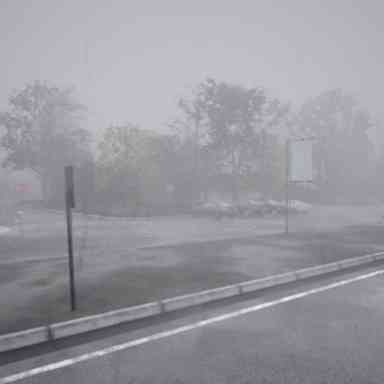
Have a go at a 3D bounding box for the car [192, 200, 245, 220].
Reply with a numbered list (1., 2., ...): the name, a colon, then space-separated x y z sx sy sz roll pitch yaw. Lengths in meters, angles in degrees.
1. car: 1.879 1.477 27.878 2.002 1.452 4.674 0 0 -35

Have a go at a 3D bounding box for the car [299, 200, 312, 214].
1. car: 9.778 1.472 33.505 2.002 1.452 4.674 0 0 -35

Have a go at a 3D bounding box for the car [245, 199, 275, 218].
1. car: 4.549 1.437 29.776 2.231 1.521 4.892 0 0 -35

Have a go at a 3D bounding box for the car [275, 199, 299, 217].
1. car: 7.209 1.434 31.685 2.097 1.535 5.008 0 0 -35
